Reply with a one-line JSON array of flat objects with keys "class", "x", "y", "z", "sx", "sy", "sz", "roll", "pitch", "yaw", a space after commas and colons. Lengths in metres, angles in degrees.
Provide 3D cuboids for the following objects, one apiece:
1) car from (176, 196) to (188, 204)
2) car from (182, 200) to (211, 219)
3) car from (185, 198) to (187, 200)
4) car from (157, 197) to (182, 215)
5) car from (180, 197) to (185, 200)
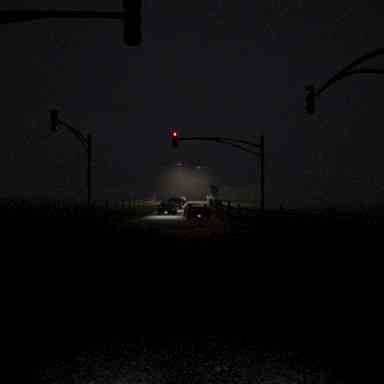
[{"class": "car", "x": -1.956, "y": 1.575, "z": 64.503, "sx": 1.994, "sy": 1.385, "sz": 4.181, "roll": 0, "pitch": 0, "yaw": 2}, {"class": "car", "x": 0.412, "y": 1.602, "z": 28.642, "sx": 1.895, "sy": 1.301, "sz": 4.718, "roll": 0, "pitch": 0, "yaw": -5}, {"class": "car", "x": -2.157, "y": 1.556, "z": 54.259, "sx": 2.033, "sy": 1.411, "sz": 5.357, "roll": 0, "pitch": 0, "yaw": 1}, {"class": "car", "x": -2.440, "y": 1.550, "z": 34.199, "sx": 2.033, "sy": 1.411, "sz": 5.357, "roll": 0, "pitch": 0, "yaw": 0}, {"class": "car", "x": -2.294, "y": 1.510, "z": 44.246, "sx": 1.837, "sy": 1.490, "sz": 4.892, "roll": 0, "pitch": 0, "yaw": 1}]
